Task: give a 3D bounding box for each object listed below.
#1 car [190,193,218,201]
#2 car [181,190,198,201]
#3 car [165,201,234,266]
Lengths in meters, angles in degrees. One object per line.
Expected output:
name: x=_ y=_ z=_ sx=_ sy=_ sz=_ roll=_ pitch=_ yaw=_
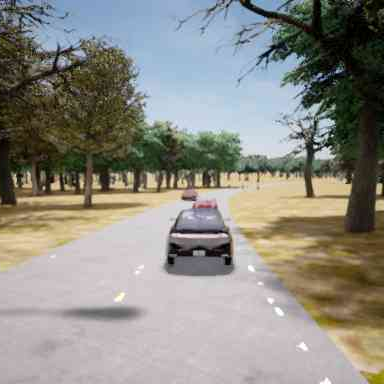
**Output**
car: x=1.151 y=1.026 z=27.160 sx=1.895 sy=1.301 sz=4.718 roll=0 pitch=1 yaw=5
car: x=-0.279 y=0.419 z=44.311 sx=1.882 sy=1.535 sz=5.008 roll=1 pitch=2 yaw=8
car: x=0.268 y=1.277 z=10.764 sx=2.128 sy=1.511 sz=4.902 roll=0 pitch=1 yaw=2
